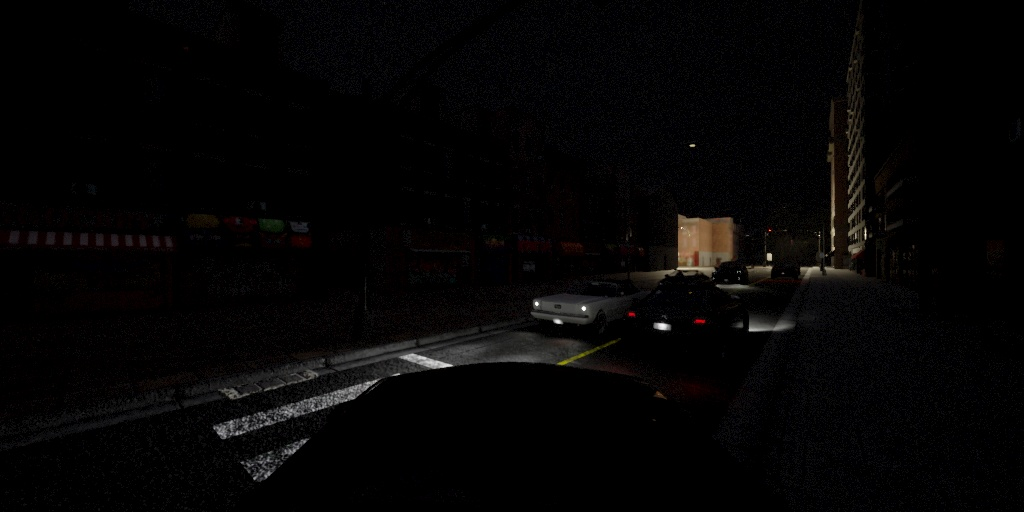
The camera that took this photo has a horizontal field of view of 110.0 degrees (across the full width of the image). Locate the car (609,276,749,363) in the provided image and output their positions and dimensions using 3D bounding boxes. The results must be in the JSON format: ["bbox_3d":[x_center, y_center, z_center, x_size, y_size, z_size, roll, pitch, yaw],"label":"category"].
[{"bbox_3d":[4.206,1.344,8.473,1.994,1.385,4.181,0,0,40],"label":"car"}]

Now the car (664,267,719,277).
[{"bbox_3d":[9.014,1.404,18.564,1.994,1.385,4.181,0,0,41],"label":"car"}]

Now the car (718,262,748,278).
[{"bbox_3d":[17.282,1.253,28.386,2.097,1.767,4.553,0,-1,38],"label":"car"}]

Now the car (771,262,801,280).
[{"bbox_3d":[25.896,1.409,34.038,1.882,1.535,5.008,0,-1,40],"label":"car"}]

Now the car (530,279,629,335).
[{"bbox_3d":[2.610,1.399,11.000,1.895,1.301,4.718,0,0,40],"label":"car"}]
